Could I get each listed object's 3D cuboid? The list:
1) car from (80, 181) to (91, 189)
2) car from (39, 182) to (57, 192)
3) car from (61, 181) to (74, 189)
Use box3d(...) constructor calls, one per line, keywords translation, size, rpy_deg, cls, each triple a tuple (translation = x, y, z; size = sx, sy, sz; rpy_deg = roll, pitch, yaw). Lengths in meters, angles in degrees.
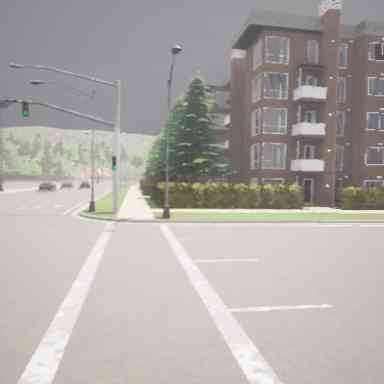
box3d(translation=(-21.837, -1.402, 68.250), size=(1.837, 1.490, 4.892), rpy_deg=(1, 2, -10), cls="car")
box3d(translation=(-22.417, -0.826, 51.785), size=(1.837, 1.490, 4.892), rpy_deg=(1, 2, -10), cls="car")
box3d(translation=(-25.212, -1.414, 67.229), size=(1.812, 1.442, 4.674), rpy_deg=(1, 2, -10), cls="car")
